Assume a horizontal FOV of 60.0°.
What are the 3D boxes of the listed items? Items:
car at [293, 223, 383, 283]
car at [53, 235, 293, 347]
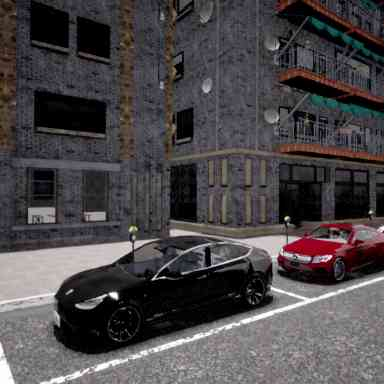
[{"bbox_3d":[4.303,1.585,9.662,4.206,1.307,1.802,0,0,-36],"label":"car"},{"bbox_3d":[-0.294,1.566,6.356,4.313,1.339,1.947,0,0,-36],"label":"car"}]
